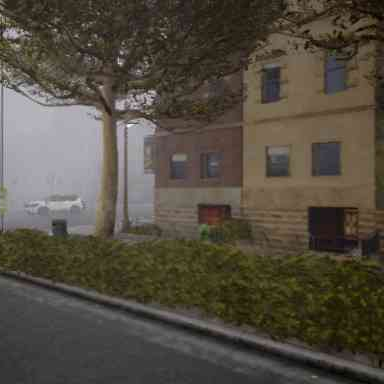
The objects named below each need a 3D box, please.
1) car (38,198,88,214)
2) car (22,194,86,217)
[{"bbox_3d":[-13.967,1.488,36.321,1.837,1.490,4.892,0,0,38],"label":"car"},{"bbox_3d":[-13.100,1.207,31.759,2.150,2.045,5.566,0,0,37],"label":"car"}]
